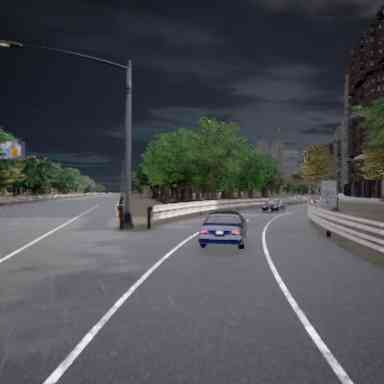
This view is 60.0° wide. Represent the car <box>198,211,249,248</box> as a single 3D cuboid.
[{"bbox_3d":[1.501,1.559,14.851,2.033,1.411,5.357,0,0,11],"label":"car"}]

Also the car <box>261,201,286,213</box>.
[{"bbox_3d":[9.492,1.643,38.158,1.895,1.301,4.718,0,0,28],"label":"car"}]
